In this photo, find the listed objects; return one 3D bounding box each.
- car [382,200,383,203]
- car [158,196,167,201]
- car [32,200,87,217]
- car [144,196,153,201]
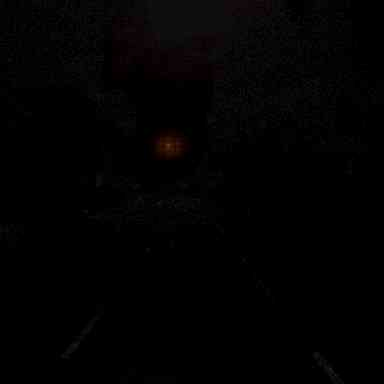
[{"bbox_3d":[19.209,1.533,33.213,5.008,1.535,1.882,0,0,-3],"label":"car"},{"bbox_3d":[-7.361,1.590,83.104,1.994,1.385,4.181,0,0,-2],"label":"car"},{"bbox_3d":[-12.435,1.578,31.415,4.892,1.490,1.837,0,0,-3],"label":"car"},{"bbox_3d":[-10.854,1.590,82.861,1.994,1.385,4.181,0,0,-2],"label":"car"}]
